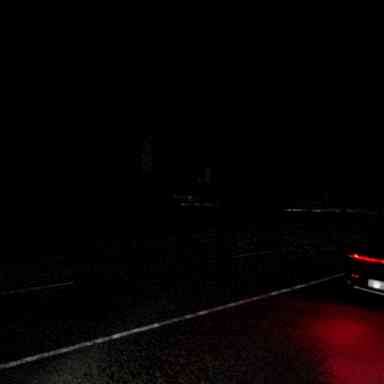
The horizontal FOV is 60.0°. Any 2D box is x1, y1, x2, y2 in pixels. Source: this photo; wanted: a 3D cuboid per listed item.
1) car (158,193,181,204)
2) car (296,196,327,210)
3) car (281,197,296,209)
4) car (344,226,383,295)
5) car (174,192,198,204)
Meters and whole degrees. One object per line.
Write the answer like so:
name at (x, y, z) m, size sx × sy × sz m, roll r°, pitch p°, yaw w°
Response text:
car at (-4.325, 1.334, 55.717) m, size 1.994 × 1.385 × 4.181 m, roll -1°, pitch 0°, yaw -38°
car at (13.371, 1.202, 39.222) m, size 1.882 × 1.535 × 5.008 m, roll -1°, pitch 1°, yaw -39°
car at (9.365, 1.323, 38.623) m, size 1.994 × 1.385 × 4.181 m, roll -1°, pitch 0°, yaw -39°
car at (5.409, 1.464, 7.604) m, size 4.892 × 1.490 × 1.837 m, roll 0°, pitch 0°, yaw -36°
car at (-1.153, 0.957, 57.341) m, size 2.150 × 2.045 × 5.566 m, roll -1°, pitch 1°, yaw -38°
